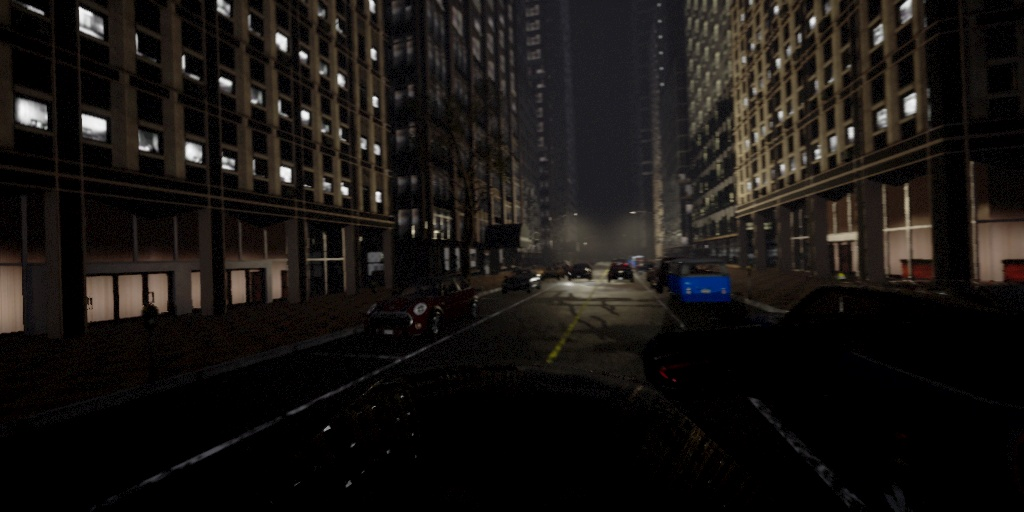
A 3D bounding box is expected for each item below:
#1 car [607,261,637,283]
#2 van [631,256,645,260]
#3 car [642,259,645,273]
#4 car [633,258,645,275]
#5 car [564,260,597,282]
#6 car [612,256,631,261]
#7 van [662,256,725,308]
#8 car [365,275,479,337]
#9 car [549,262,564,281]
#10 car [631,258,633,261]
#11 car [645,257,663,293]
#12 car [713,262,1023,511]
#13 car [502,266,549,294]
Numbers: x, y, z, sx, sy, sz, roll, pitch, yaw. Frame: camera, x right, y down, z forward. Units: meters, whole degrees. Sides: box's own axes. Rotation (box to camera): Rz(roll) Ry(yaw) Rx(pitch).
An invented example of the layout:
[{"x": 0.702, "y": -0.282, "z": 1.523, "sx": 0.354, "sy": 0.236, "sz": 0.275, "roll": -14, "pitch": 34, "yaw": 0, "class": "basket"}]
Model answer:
[{"x": 8.304, "y": 1.308, "z": 27.548, "sx": 1.895, "sy": 1.301, "sz": 4.718, "roll": -2, "pitch": -1, "yaw": 17, "class": "car"}, {"x": 16.660, "y": 0.924, "z": 46.793, "sx": 1.690, "sy": 1.789, "sz": 3.998, "roll": 0, "pitch": 0, "yaw": 16, "class": "van"}, {"x": 10.353, "y": 1.140, "z": 25.064, "sx": 1.751, "sy": 1.417, "sz": 4.829, "roll": 0, "pitch": 0, "yaw": 16, "class": "car"}, {"x": 13.484, "y": 1.152, "z": 35.848, "sx": 2.007, "sy": 1.370, "sz": 4.403, "roll": 0, "pitch": 0, "yaw": 16, "class": "car"}, {"x": 5.846, "y": 1.342, "z": 30.327, "sx": 1.812, "sy": 1.442, "sz": 4.674, "roll": -2, "pitch": -1, "yaw": 16, "class": "car"}, {"x": 13.153, "y": 1.035, "z": 44.242, "sx": 2.097, "sy": 1.767, "sz": 4.553, "roll": -2, "pitch": -1, "yaw": 17, "class": "car"}, {"x": 7.129, "y": 0.963, "z": 13.955, "sx": 1.690, "sy": 1.789, "sz": 3.998, "roll": 0, "pitch": 0, "yaw": 16, "class": "van"}, {"x": -2.502, "y": 1.363, "z": 10.820, "sx": 1.967, "sy": 1.591, "sz": 4.097, "roll": 0, "pitch": 0, "yaw": 16, "class": "car"}, {"x": 3.804, "y": 1.433, "z": 32.547, "sx": 1.751, "sy": 1.417, "sz": 4.829, "roll": 0, "pitch": 0, "yaw": 16, "class": "car"}, {"x": 15.072, "y": 1.175, "z": 41.320, "sx": 1.802, "sy": 1.307, "sz": 4.207, "roll": 0, "pitch": 0, "yaw": 16, "class": "car"}, {"x": 8.718, "y": 0.933, "z": 19.428, "sx": 2.192, "sy": 1.841, "sz": 5.009, "roll": 0, "pitch": 0, "yaw": 16, "class": "car"}, {"x": 3.689, "y": 0.990, "z": 3.296, "sx": 2.097, "sy": 1.767, "sz": 4.553, "roll": -2, "pitch": -1, "yaw": 16, "class": "car"}, {"x": 0.675, "y": 1.468, "z": 21.765, "sx": 2.007, "sy": 1.370, "sz": 4.403, "roll": 0, "pitch": 0, "yaw": 16, "class": "car"}]
